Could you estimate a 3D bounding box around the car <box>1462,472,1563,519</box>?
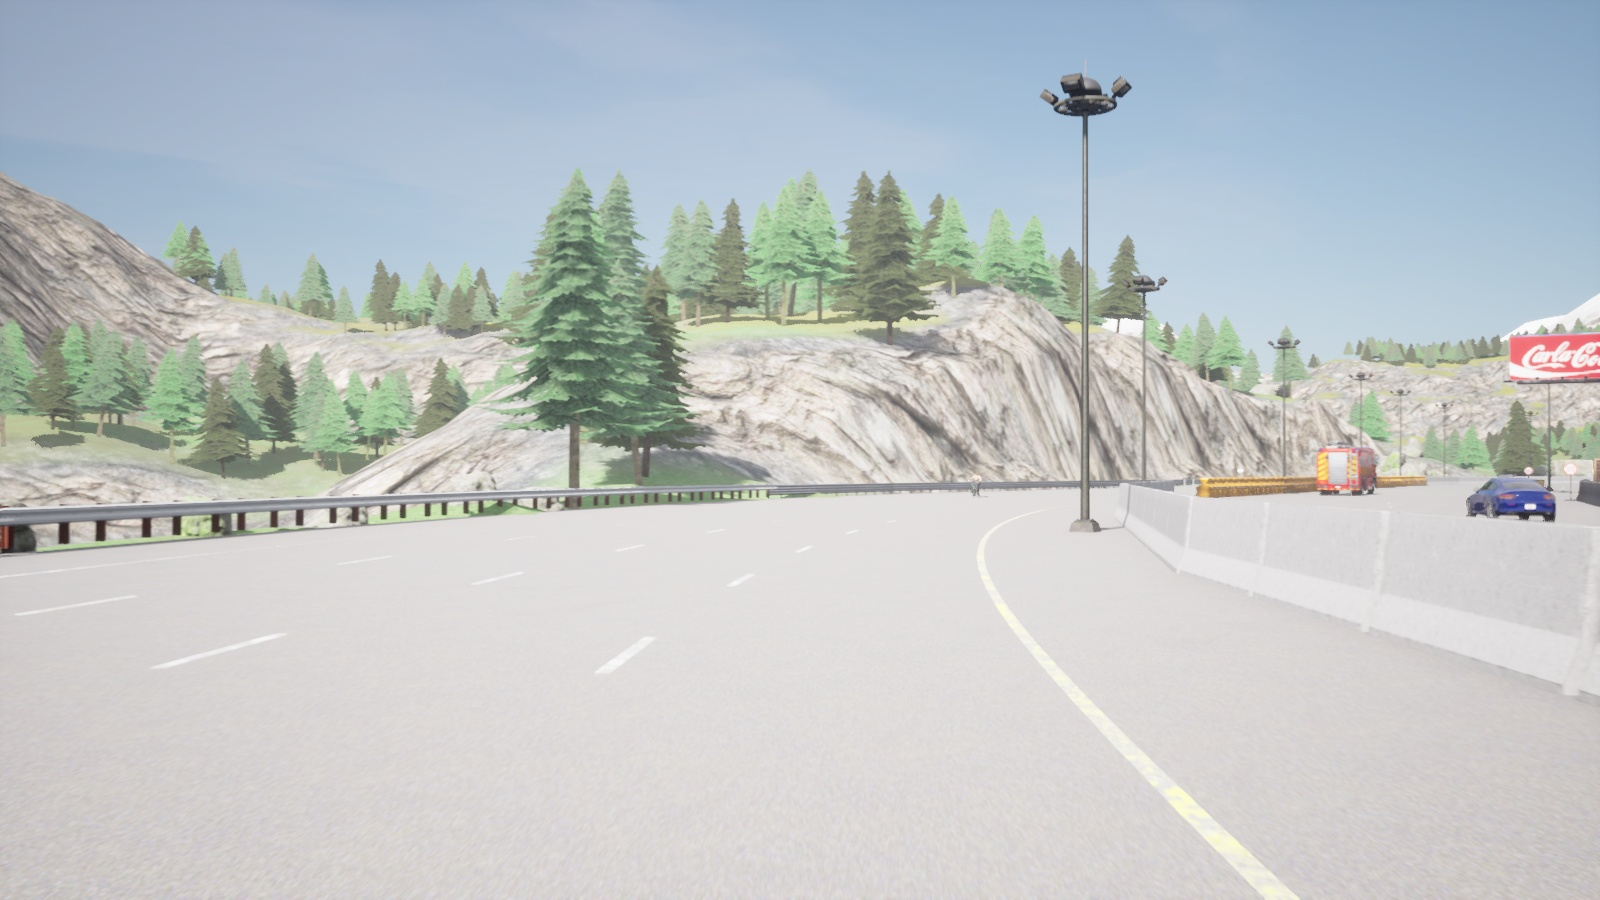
[{"bbox_3d":[23.290,1.444,41.216,1.812,1.442,4.674,-1,-1,16],"label":"car"}]
